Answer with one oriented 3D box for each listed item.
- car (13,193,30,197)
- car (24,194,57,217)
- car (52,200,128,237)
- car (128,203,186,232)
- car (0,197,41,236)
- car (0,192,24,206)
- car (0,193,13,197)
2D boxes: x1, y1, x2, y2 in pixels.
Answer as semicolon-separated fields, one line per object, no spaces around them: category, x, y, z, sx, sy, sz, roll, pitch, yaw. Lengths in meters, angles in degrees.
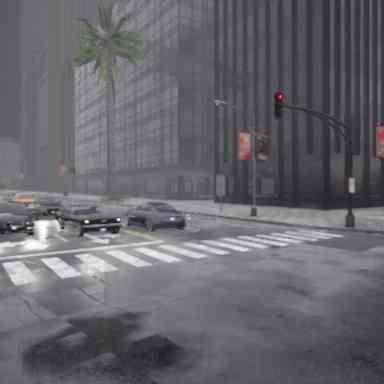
car;-15.328;0.854;30.619;1.882;1.535;5.008;0;1;-35
car;-10.208;1.098;23.402;1.994;1.385;4.181;0;1;-35
car;-5.121;1.294;16.239;1.895;1.301;4.718;0;1;-36
car;-2.094;1.252;17.859;1.994;1.385;4.181;0;1;-35
car;-8.680;1.182;15.624;1.837;1.490;4.892;0;1;-35
car;-21.065;0.768;38.759;1.994;1.385;4.181;0;1;-35
car;-13.971;0.989;23.086;1.882;1.535;5.008;0;1;-35
